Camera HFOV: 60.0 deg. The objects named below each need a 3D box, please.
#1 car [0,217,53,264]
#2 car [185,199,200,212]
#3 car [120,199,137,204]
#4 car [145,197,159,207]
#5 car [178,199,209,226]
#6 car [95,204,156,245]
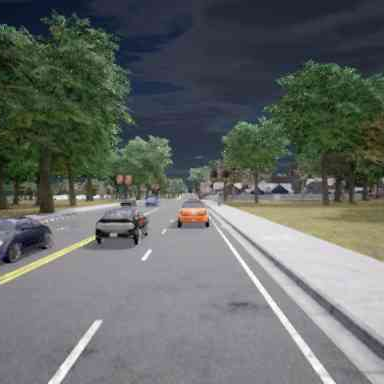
[{"bbox_3d":[-6.602,1.584,11.794,1.994,1.385,4.181,0,0,0],"label":"car"},{"bbox_3d":[0.091,1.612,42.119,1.837,1.490,4.892,0,0,0],"label":"car"},{"bbox_3d":[-9.825,1.751,51.570,1.895,1.301,4.718,0,0,0],"label":"car"},{"bbox_3d":[-6.560,1.645,54.711,1.882,1.535,5.008,0,0,1],"label":"car"},{"bbox_3d":[0.096,1.398,23.700,2.097,1.767,4.553,0,0,0],"label":"car"},{"bbox_3d":[-3.152,1.519,15.759,2.128,1.511,4.902,0,0,0],"label":"car"}]
